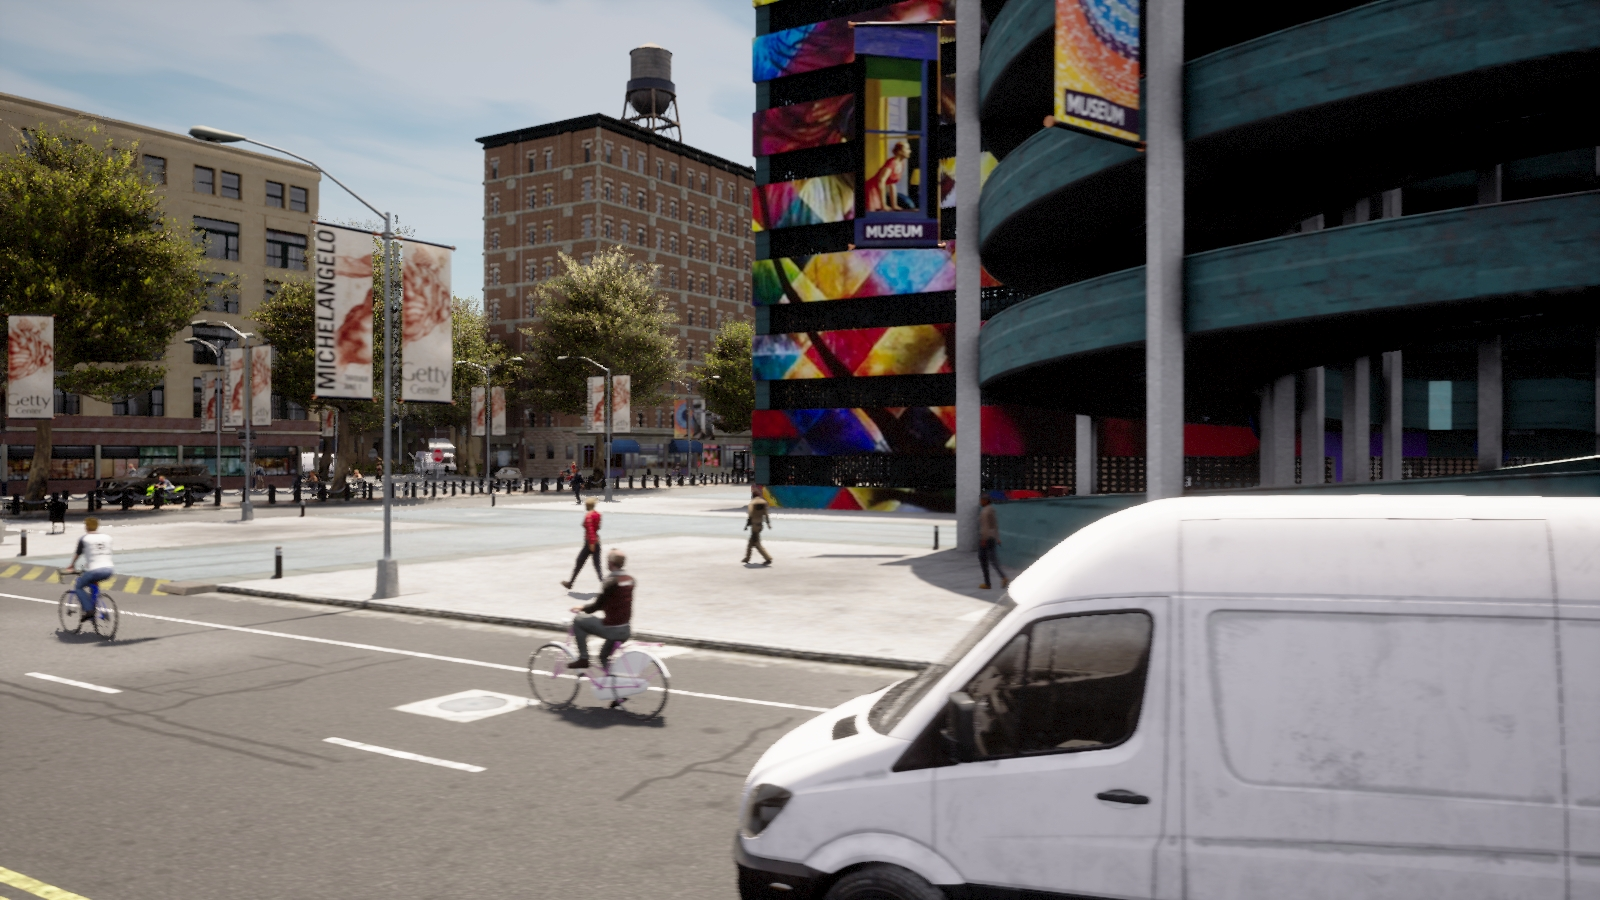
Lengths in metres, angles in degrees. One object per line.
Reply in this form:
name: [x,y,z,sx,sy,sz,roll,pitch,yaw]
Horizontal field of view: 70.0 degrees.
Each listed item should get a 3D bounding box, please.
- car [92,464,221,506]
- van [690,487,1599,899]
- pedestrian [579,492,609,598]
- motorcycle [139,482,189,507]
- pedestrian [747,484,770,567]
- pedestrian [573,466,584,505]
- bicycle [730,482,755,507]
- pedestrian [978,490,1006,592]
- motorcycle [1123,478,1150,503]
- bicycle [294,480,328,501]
car: [-33.927,1.790,60.428,2.150,2.045,5.566,0,0,32]
van: [2.552,1.536,6.009,5.915,2.561,1.988,0,0,17]
pedestrian: [-3.709,1.700,20.577,0.375,1.860,0.375,0,0,31]
motorcycle: [-31.829,2.222,57.210,0.803,1.145,2.033,0,0,33]
pedestrian: [-0.946,1.701,26.016,0.375,1.860,0.375,0,0,40]
pedestrian: [-10.620,1.707,54.863,0.375,1.860,0.375,0,0,36]
bicycle: [-2.871,2.217,57.304,0.373,1.196,1.643,0,0,33]
pedestrian: [3.614,1.701,21.492,0.375,1.860,0.375,0,0,37]
motorcycle: [18.211,2.184,61.765,0.764,1.277,2.356,0,0,33]
bicycle: [-27.448,2.268,64.140,0.859,1.080,1.487,0,0,32]
